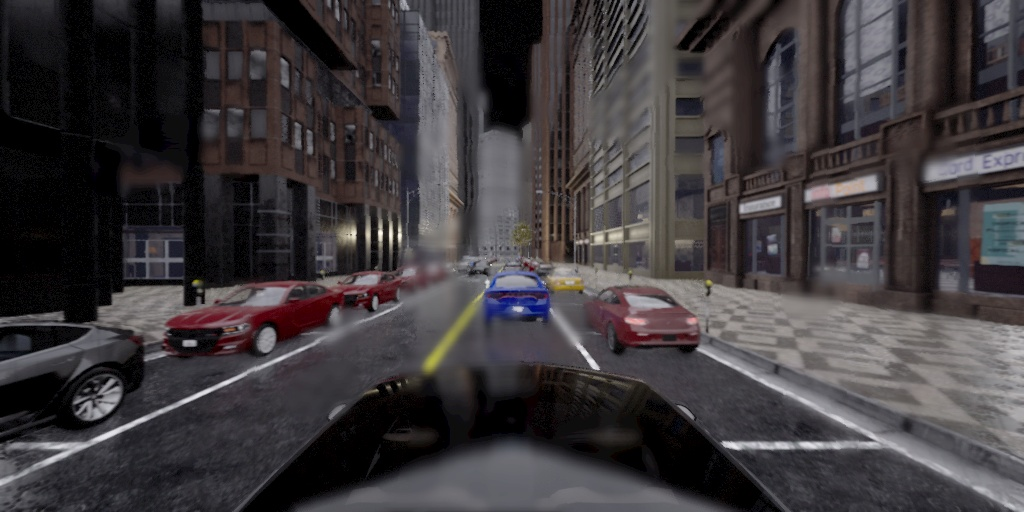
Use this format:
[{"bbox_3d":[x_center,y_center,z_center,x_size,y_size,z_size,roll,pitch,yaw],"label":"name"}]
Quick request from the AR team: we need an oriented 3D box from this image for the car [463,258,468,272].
[{"bbox_3d":[-5.667,1.280,42.307,2.007,1.370,4.403,0,0,0],"label":"car"}]

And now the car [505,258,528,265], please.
[{"bbox_3d":[0.102,1.229,33.465,2.128,1.511,4.902,0,0,0],"label":"car"}]

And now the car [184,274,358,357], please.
[{"bbox_3d":[-5.668,1.295,8.558,1.888,1.381,4.507,0,0,0],"label":"car"}]

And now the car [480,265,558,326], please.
[{"bbox_3d":[0.120,1.227,11.738,1.882,1.535,5.008,0,0,-1],"label":"car"}]

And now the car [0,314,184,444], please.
[{"bbox_3d":[-5.668,1.316,2.932,1.948,1.339,4.313,0,0,0],"label":"car"}]

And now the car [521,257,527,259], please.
[{"bbox_3d":[2.860,1.254,59.185,1.888,1.381,4.507,0,0,0],"label":"car"}]

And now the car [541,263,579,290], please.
[{"bbox_3d":[2.858,1.272,19.983,1.751,1.417,4.829,0,0,0],"label":"car"}]

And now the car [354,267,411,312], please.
[{"bbox_3d":[-5.669,1.294,14.183,1.888,1.381,4.507,0,0,0],"label":"car"}]

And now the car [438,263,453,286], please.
[{"bbox_3d":[-5.668,1.289,25.432,1.888,1.381,4.507,0,0,0],"label":"car"}]

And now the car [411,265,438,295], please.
[{"bbox_3d":[-5.668,1.292,19.809,1.888,1.381,4.507,0,0,0],"label":"car"}]

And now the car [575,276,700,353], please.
[{"bbox_3d":[2.857,1.332,8.564,1.802,1.307,4.207,0,0,0],"label":"car"}]

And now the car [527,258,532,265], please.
[{"bbox_3d":[2.859,1.275,42.311,1.888,1.381,4.507,0,0,0],"label":"car"}]

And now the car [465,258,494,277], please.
[{"bbox_3d":[-3.071,1.243,35.009,1.837,1.490,4.892,0,0,0],"label":"car"}]

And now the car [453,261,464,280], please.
[{"bbox_3d":[-5.667,1.290,31.057,2.007,1.370,4.403,0,0,0],"label":"car"}]

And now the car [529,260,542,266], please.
[{"bbox_3d":[2.858,1.290,31.062,2.007,1.370,4.403,0,0,0],"label":"car"}]
